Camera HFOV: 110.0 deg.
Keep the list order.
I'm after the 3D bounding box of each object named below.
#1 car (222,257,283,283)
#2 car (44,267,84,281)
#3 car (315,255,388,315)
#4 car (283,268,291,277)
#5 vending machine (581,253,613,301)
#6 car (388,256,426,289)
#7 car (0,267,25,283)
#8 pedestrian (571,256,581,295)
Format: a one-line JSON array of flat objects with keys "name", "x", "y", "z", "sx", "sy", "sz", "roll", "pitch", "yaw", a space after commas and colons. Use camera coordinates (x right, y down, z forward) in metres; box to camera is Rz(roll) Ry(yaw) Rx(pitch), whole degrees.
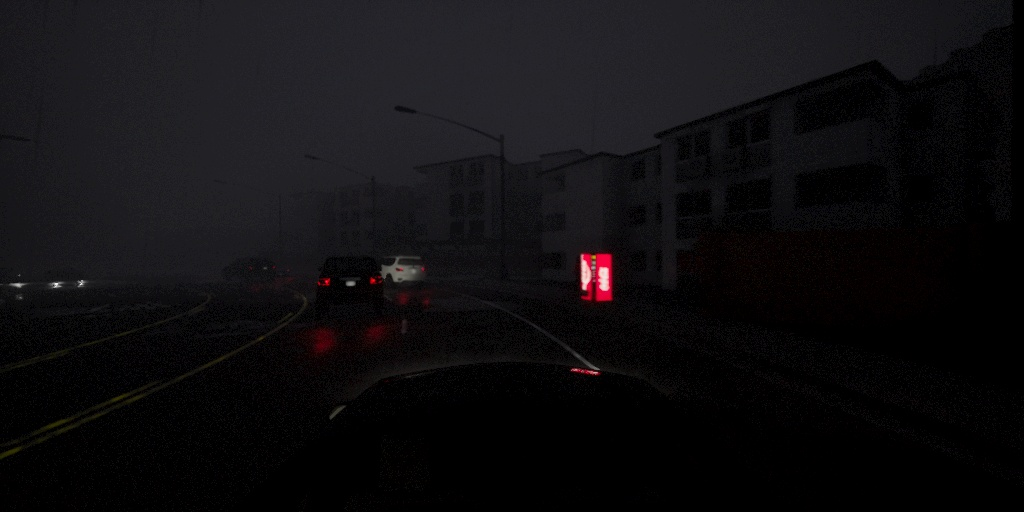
[{"name": "car", "x": -22.175, "y": 1.107, "z": 30.311, "sx": 5.566, "sy": 2.045, "sz": 2.150, "roll": -1, "pitch": 0, "yaw": 32}, {"name": "car", "x": -43.237, "y": 1.747, "z": 34.629, "sx": 4.718, "sy": 1.301, "sz": 1.895, "roll": 0, "pitch": 0, "yaw": 30}, {"name": "car", "x": -6.346, "y": 0.996, "z": 14.136, "sx": 2.150, "sy": 2.045, "sz": 5.566, "roll": 0, "pitch": 0, "yaw": -24}, {"name": "car", "x": -24.431, "y": 1.516, "z": 35.910, "sx": 4.718, "sy": 1.301, "sz": 1.895, "roll": -1, "pitch": 0, "yaw": 28}, {"name": "vending machine", "x": 3.490, "y": 0.863, "z": 14.781, "sx": 1.100, "sy": 2.100, "sz": 0.880, "roll": 0, "pitch": 0, "yaw": -20}, {"name": "car", "x": -7.801, "y": 1.016, "z": 23.837, "sx": 2.150, "sy": 2.045, "sz": 5.566, "roll": 2, "pitch": -2, "yaw": -42}, {"name": "car", "x": -45.005, "y": 1.687, "z": 31.607, "sx": 4.674, "sy": 1.442, "sz": 1.812, "roll": 0, "pitch": 0, "yaw": 30}, {"name": "pedestrian", "x": 2.937, "y": 0.812, "z": 15.468, "sx": 0.375, "sy": 1.860, "sz": 0.375, "roll": -1, "pitch": 0, "yaw": -21}]
